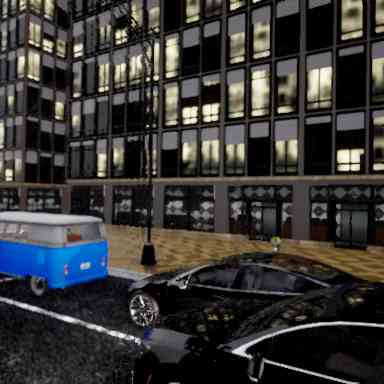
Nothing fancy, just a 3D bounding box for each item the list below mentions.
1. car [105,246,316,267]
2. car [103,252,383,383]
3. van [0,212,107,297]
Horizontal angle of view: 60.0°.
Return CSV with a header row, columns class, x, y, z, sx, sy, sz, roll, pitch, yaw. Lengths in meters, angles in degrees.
class,x,y,z,sx,sy,sz,roll,pitch,yaw
car,0.836,1.691,5.616,4.313,1.339,1.947,0,-1,31
car,1.614,1.591,2.809,4.892,1.490,1.837,0,-1,35
van,-4.020,1.449,8.584,3.998,1.788,1.690,0,-1,31
